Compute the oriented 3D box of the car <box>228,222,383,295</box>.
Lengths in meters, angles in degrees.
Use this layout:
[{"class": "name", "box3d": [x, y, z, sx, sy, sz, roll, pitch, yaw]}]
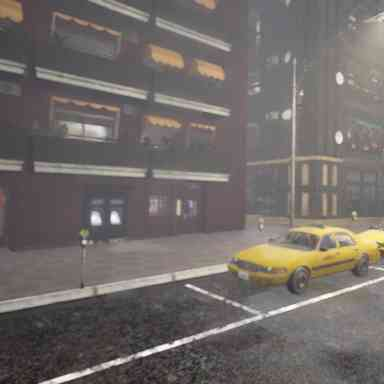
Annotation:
[{"class": "car", "box3d": [3.110, 1.523, 8.756, 4.829, 1.417, 1.752, 0, 1, -35]}]
